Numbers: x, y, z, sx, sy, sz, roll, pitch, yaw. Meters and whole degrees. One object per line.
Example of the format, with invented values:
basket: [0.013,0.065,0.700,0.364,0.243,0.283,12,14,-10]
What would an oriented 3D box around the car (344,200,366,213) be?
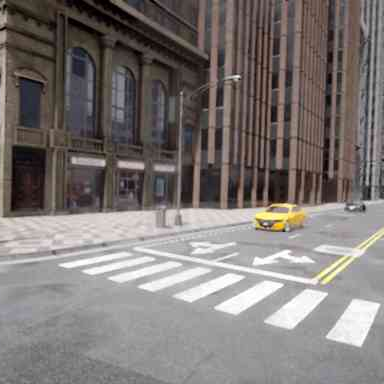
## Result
car: [19.829,1.676,40.299,2.128,1.511,4.902,3,1,35]

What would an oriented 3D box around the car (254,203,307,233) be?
car: [5.410,1.464,19.966,1.882,1.535,5.008,3,1,35]
